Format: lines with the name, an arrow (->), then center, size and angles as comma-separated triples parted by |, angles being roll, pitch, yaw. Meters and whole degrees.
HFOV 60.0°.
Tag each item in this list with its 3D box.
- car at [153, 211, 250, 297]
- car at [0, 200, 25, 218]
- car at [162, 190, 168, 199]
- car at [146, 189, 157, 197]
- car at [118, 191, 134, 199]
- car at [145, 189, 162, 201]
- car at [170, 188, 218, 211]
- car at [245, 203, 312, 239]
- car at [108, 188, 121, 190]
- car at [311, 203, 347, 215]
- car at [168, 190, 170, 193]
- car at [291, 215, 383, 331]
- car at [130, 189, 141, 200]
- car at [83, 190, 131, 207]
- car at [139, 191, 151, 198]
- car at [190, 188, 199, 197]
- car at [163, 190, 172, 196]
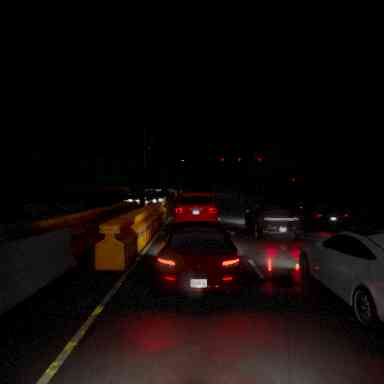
car -> 0.142, 1.429, 8.242 | 1.812, 1.442, 4.674 | 0, 1, 1
car -> -13.722, 1.276, 23.327 | 1.895, 1.301, 4.718 | 0, 1, -2
car -> -6.517, 0.524, 65.641 | 2.128, 1.511, 4.902 | 0, 1, 1
car -> -9.855, 0.160, 80.598 | 2.097, 1.767, 4.553 | 0, 1, 0
car -> -13.461, 0.542, 68.158 | 2.033, 1.411, 5.357 | 0, 1, 0
car -> -6.640, 0.699, 56.376 | 1.812, 1.442, 4.674 | 0, 1, 1
car -> 0.206, 0.980, 17.839 | 2.150, 2.045, 5.566 | 0, 1, 1
car -> 3.696, 1.279, 15.854 | 2.128, 1.511, 4.902 | 0, 1, 0
car -> -13.628, 0.370, 58.019 | 2.150, 2.045, 5.566 | 0, 1, 1
car -> 7.221, 1.305, 18.938 | 1.994, 1.385, 4.181 | 0, 1, 0
car -> -6.397, 0.235, 75.658 | 2.097, 1.767, 4.553 | 0, 1, 0
car -> 3.629, 1.454, 6.606 | 1.812, 1.442, 4.674 | 0, 1, 0
car -> -10.096, 0.677, 60.305 | 1.994, 1.385, 4.181 | 0, 1, 1
car -> -10.014, 0.918, 38.763 | 5.008, 1.535, 1.882 | 0, 1, -19
car -> -9.942, 0.513, 70.380 | 1.994, 1.385, 4.181 | 0, 1, 0
car -> 0.629, 0.077, 77.477 | 2.150, 2.045, 5.566 | 0, 1, 0
car -> -6.307, 0.260, 86.212 | 2.033, 1.411, 5.357 | 0, 1, 0
